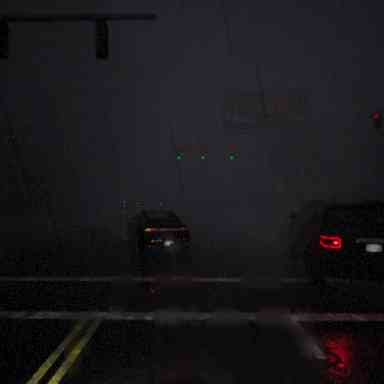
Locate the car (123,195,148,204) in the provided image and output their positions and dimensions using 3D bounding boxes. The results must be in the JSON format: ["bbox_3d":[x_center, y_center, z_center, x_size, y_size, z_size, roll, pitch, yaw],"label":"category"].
[{"bbox_3d":[-7.096,1.269,41.001,2.097,1.767,4.553,0,0,1],"label":"car"}]

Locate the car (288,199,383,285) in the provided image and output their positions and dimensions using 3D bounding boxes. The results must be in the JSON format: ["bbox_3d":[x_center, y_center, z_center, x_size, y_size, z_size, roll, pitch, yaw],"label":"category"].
[{"bbox_3d":[4.127,1.205,9.427,2.150,2.045,5.566,0,1,9],"label":"car"}]

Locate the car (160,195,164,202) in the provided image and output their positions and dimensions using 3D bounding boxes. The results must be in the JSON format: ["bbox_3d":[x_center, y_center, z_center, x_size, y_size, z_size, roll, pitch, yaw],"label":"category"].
[{"bbox_3d":[-6.987,1.378,70.881,2.128,1.511,4.902,0,0,0],"label":"car"}]

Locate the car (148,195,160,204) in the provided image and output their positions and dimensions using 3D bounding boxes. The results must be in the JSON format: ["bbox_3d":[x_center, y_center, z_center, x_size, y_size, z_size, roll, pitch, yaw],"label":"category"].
[{"bbox_3d":[-7.051,1.486,55.670,1.895,1.301,4.718,0,0,0],"label":"car"}]

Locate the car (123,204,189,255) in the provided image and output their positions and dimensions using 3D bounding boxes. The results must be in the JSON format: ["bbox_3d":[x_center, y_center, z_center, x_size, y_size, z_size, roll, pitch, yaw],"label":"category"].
[{"bbox_3d":[-1.537,1.464,13.326,2.128,1.511,4.902,0,0,-18],"label":"car"}]
